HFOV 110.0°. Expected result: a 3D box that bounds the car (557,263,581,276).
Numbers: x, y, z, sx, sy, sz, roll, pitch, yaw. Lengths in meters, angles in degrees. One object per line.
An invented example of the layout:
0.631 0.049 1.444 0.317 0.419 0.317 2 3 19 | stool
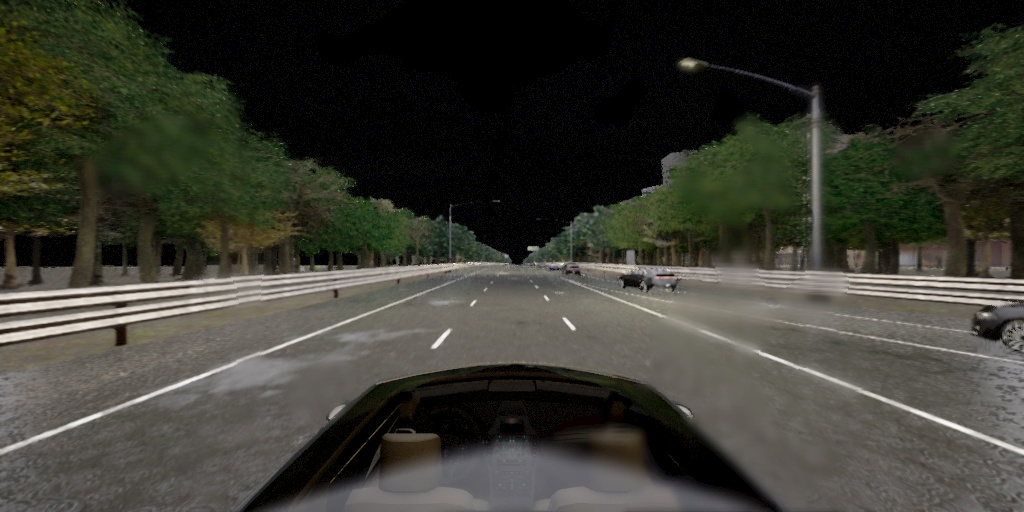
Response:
7.023 1.624 43.119 1.837 1.490 4.892 0 -1 0 | car

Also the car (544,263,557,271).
7.042 1.888 60.279 1.895 1.301 4.718 0 -1 0 | car

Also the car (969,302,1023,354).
11.980 1.312 6.314 2.128 1.511 4.902 0 0 -17 | car

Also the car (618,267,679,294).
8.272 1.439 22.238 2.128 1.511 4.902 0 0 -9 | car
